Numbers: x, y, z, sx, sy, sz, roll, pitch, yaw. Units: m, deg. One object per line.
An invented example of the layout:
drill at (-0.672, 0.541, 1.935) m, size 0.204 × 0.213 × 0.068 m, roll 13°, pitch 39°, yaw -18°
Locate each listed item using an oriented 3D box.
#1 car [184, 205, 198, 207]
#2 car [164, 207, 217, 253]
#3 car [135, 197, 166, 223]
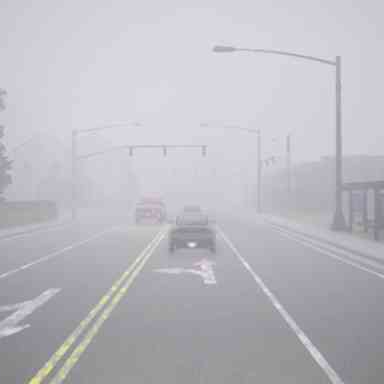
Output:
car at (-0.072, 1.841, 29.289) m, size 1.994 × 1.385 × 4.181 m, roll 0°, pitch -1°, yaw -3°
car at (0.006, 1.644, 14.319) m, size 1.837 × 1.490 × 4.892 m, roll 0°, pitch 0°, yaw 0°
car at (-3.495, 1.478, 28.730) m, size 2.150 × 2.045 × 5.566 m, roll 0°, pitch -1°, yaw 0°
